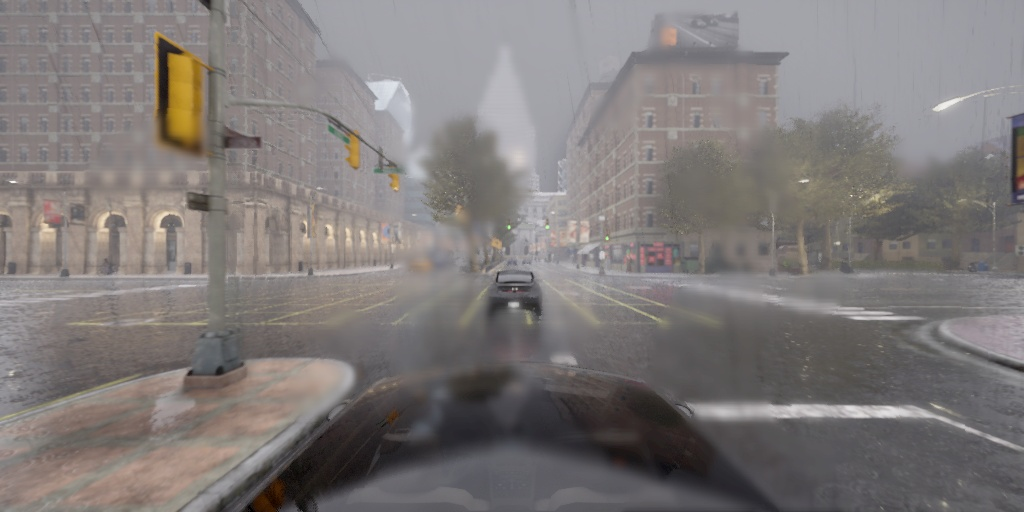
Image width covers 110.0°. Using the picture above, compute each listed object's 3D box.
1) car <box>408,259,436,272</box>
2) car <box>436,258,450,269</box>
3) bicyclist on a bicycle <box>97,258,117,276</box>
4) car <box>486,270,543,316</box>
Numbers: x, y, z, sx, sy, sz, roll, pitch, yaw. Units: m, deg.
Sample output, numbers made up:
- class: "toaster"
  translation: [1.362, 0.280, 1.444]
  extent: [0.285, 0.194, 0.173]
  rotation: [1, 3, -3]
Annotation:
- class: "car"
  translation: [-11.563, 1.187, 46.020]
  extent: [1.882, 1.535, 5.008]
  rotation: [0, 0, 0]
- class: "car"
  translation: [-11.487, 1.178, 56.154]
  extent: [1.882, 1.535, 5.008]
  rotation: [0, 0, 0]
- class: "bicyclist on a bicycle"
  translation: [-37.292, 1.024, 33.052]
  extent: [0.582, 1.620, 1.656]
  rotation: [0, 0, 0]
- class: "car"
  translation: [0.105, 1.244, 13.229]
  extent: [1.837, 1.490, 4.892]
  rotation: [0, 0, 0]
